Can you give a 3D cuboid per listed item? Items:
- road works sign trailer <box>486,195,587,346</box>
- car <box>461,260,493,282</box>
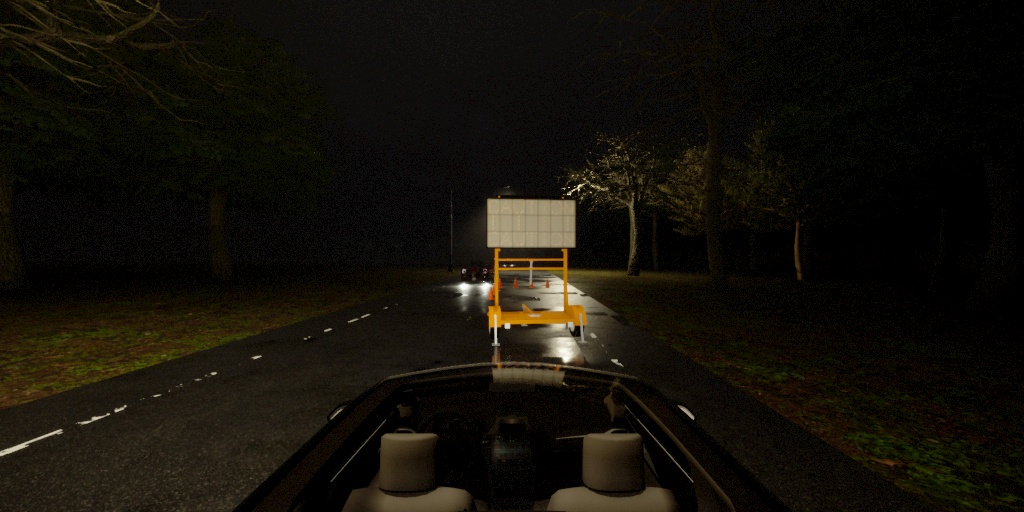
[{"bbox_3d":[0.490,0.212,9.520,2.380,3.560,2.880,0,0,-6],"label":"road works sign trailer"},{"bbox_3d":[-2.696,1.107,28.366,2.097,1.767,4.553,0,0,2],"label":"car"}]
